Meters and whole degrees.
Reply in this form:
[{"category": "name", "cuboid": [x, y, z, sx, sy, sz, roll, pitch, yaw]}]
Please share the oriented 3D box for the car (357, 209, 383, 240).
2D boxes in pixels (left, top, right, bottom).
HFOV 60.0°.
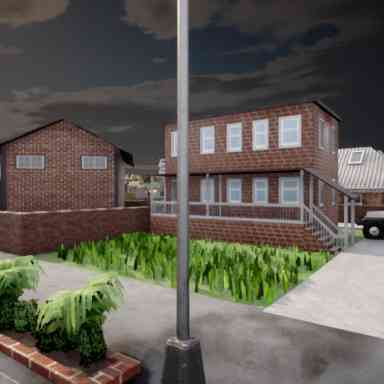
[{"category": "car", "cuboid": [8.493, 0.973, 12.590, 3.866, 1.878, 1.905, 0, 0, 36]}]
